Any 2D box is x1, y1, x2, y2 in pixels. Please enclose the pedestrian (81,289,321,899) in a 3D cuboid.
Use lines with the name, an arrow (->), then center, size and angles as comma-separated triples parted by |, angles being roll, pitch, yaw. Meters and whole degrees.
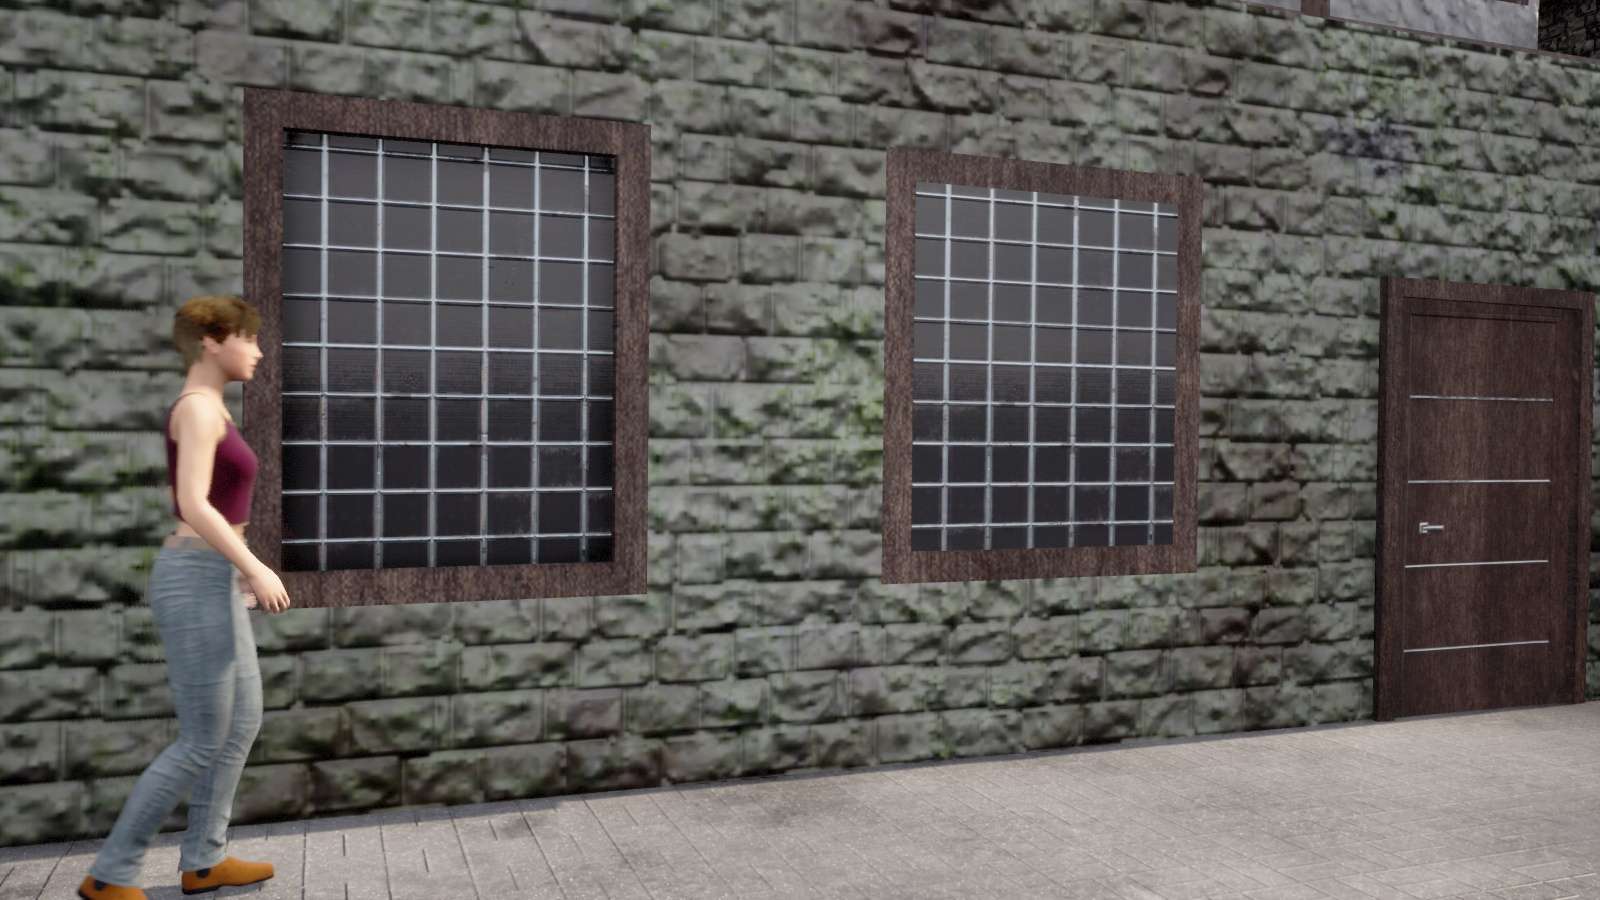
pedestrian -> -1.770, 0.465, 3.769 | 0.594, 1.836, 0.345 | -1, 1, -21
